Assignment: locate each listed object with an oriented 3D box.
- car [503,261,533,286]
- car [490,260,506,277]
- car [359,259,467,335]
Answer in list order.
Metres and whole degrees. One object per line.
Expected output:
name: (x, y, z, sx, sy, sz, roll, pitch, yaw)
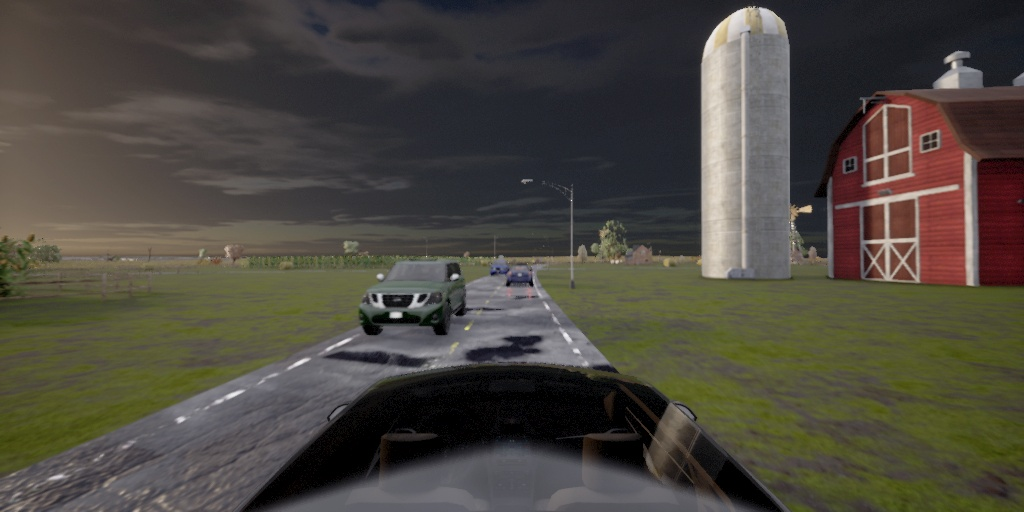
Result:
car: (0.642, 1.479, 29.611, 2.097, 1.767, 4.553, 0, -1, 1)
car: (-1.544, 1.565, 46.287, 2.150, 2.045, 5.566, 0, -1, 3)
car: (-2.771, 1.102, 11.379, 2.150, 2.045, 5.566, 0, -1, 0)
